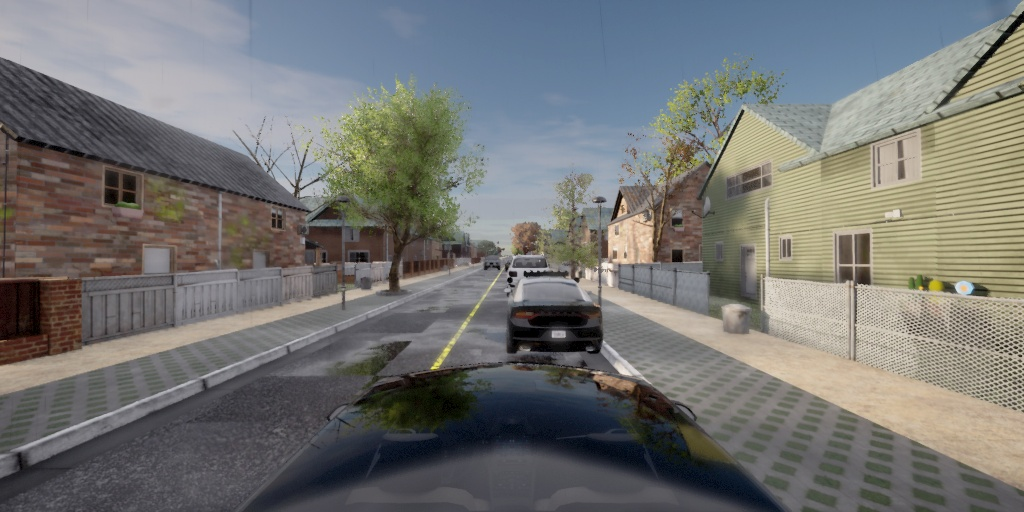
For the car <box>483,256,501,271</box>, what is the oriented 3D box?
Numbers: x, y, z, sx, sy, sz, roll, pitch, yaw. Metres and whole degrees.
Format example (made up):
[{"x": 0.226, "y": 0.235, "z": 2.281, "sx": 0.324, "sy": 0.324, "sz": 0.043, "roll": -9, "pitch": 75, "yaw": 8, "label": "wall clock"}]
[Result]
[{"x": -2.745, "y": 0.976, "z": 50.044, "sx": 2.150, "sy": 2.045, "sz": 5.566, "roll": 0, "pitch": 0, "yaw": 0, "label": "car"}]

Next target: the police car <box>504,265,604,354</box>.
[{"x": 0.826, "y": 1.178, "z": 8.922, "sx": 1.930, "sy": 1.638, "sz": 5.238, "roll": 0, "pitch": 0, "yaw": 0, "label": "police car"}]

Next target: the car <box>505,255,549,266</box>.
[{"x": 0.827, "y": 0.981, "z": 18.844, "sx": 2.150, "sy": 2.045, "sz": 5.566, "roll": 0, "pitch": 0, "yaw": 0, "label": "car"}]

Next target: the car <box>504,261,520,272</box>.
[{"x": 0.037, "y": 1.357, "z": 46.658, "sx": 1.895, "sy": 1.301, "sz": 4.718, "roll": 0, "pitch": 0, "yaw": 1, "label": "car"}]
